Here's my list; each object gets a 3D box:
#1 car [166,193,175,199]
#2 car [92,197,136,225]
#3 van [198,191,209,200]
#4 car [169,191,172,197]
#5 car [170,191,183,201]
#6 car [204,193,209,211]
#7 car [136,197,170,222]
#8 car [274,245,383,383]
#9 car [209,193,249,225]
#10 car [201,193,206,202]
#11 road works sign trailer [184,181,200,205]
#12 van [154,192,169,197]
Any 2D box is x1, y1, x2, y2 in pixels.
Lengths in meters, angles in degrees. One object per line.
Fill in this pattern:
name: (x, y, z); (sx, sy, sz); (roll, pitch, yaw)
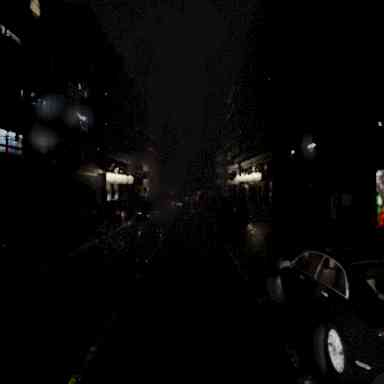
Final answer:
car: (-5.369, 0.956, 84.614); (1.887, 1.381, 4.507); (-1, 0, 0)
car: (-5.337, 1.278, 22.451); (1.967, 1.590, 4.097); (-1, 0, 0)
van: (2.521, 0.906, 61.870); (1.690, 1.788, 3.998); (-1, 0, 0)
car: (-5.366, 0.994, 78.963); (1.887, 1.381, 4.507); (-1, 0, 0)
car: (-2.795, 1.069, 65.097); (1.812, 1.442, 4.674); (0, 0, 0)
car: (2.541, 1.201, 33.550); (1.967, 1.590, 4.097); (-1, 0, 0)
car: (-2.861, 1.329, 24.416); (1.837, 1.490, 4.892); (0, 0, 0)
car: (2.521, 1.512, 5.230); (2.008, 1.369, 4.403); (-1, 0, 0)
car: (2.531, 1.155, 22.221); (2.192, 1.841, 5.009); (-1, 0, 0)
car: (2.532, 1.227, 44.879); (1.887, 1.381, 4.507); (-1, 0, 0)
road works sign trailer: (-0.025, 0.112, 49.865); (2.380, 3.560, 2.880); (0, 0, 0)
van: (-5.356, 0.944, 56.357); (1.690, 1.788, 3.998); (-1, 0, 0)
